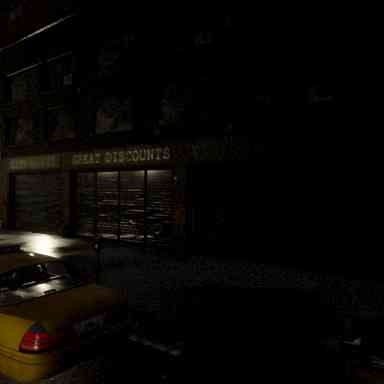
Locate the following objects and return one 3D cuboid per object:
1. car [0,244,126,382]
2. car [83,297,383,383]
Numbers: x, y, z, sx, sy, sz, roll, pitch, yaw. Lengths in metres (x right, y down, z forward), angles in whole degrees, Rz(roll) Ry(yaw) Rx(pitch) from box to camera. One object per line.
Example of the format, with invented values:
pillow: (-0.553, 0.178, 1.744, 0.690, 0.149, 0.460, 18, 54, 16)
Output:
car: (-3.067, 1.524, 5.278, 4.829, 1.417, 1.752, 0, 1, 36)
car: (1.616, 1.551, 1.931, 4.403, 1.369, 2.008, 0, 1, 36)
